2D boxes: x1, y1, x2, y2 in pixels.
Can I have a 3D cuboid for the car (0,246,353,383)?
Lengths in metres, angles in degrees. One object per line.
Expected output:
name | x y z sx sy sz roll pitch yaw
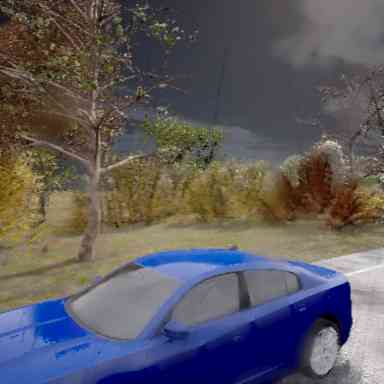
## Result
car | -0.119 1.478 3.909 5.008 1.535 1.882 0 0 -36
